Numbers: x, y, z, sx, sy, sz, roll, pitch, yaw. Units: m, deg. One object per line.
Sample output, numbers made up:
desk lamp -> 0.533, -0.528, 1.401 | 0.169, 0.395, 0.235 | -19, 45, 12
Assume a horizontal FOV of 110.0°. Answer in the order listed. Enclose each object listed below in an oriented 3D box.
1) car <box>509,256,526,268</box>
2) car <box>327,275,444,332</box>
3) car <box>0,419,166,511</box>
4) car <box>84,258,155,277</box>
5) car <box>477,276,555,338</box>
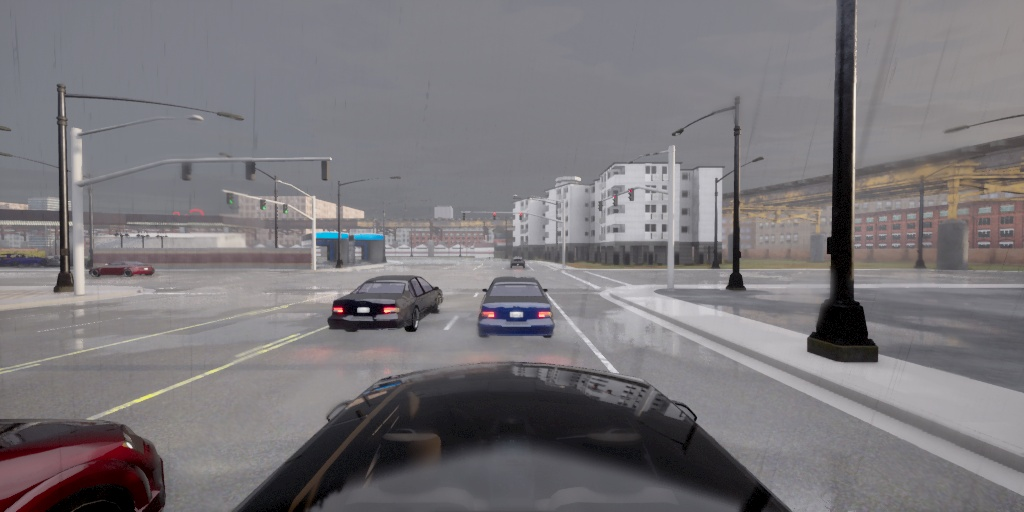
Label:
car -> 0.717, 0.772, 46.127 | 1.837, 1.490, 4.892 | 0, 1, 0
car -> -3.404, 1.274, 10.724 | 2.033, 1.411, 5.357 | 0, 0, 0
car -> -3.395, 1.314, 0.727 | 1.994, 1.385, 4.181 | 0, 0, 0
car -> -33.665, 1.084, 30.979 | 4.181, 1.385, 1.994 | 0, 1, -1
car -> 0.092, 1.279, 10.120 | 2.033, 1.411, 5.357 | 0, 0, 0
